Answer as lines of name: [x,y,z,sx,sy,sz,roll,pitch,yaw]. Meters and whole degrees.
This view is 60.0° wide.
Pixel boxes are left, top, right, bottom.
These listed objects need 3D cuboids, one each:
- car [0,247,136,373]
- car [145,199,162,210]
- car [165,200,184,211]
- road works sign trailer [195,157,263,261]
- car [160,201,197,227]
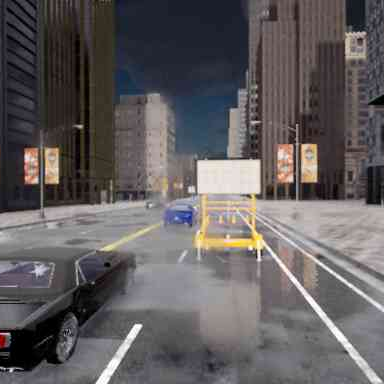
car: [-2.420,1.625,5.863,1.895,1.301,4.718,0,0,5]
car: [-5.268,1.732,47.037,2.128,1.511,4.902,0,0,5]
car: [-2.272,1.817,44.227,1.895,1.301,4.718,0,0,5]
road works sign trailer: [1.377,0.507,12.527,2.380,3.560,2.880,0,0,6]
car: [-0.743,1.571,23.677,1.882,1.535,5.008,0,0,5]
